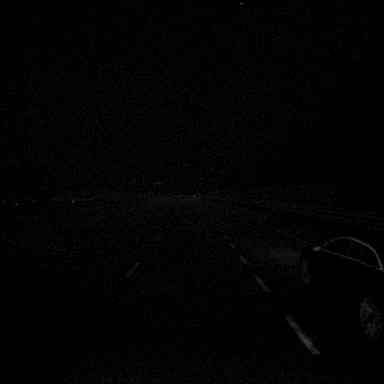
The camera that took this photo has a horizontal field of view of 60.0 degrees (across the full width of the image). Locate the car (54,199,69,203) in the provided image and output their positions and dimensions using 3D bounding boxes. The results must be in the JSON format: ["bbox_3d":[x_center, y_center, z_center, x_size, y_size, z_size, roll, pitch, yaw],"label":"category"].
[{"bbox_3d":[-20.967,1.819,53.808,1.812,1.442,4.674,0,0,0],"label":"car"}]

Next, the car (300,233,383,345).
[{"bbox_3d":[3.605,1.533,6.441,2.128,1.511,4.902,0,0,0],"label":"car"}]

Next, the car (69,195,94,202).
[{"bbox_3d":[-17.467,1.467,53.778,2.150,2.045,5.566,0,0,0],"label":"car"}]

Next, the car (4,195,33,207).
[{"bbox_3d":[-27.947,1.468,53.785,2.150,2.045,5.566,0,0,1],"label":"car"}]
